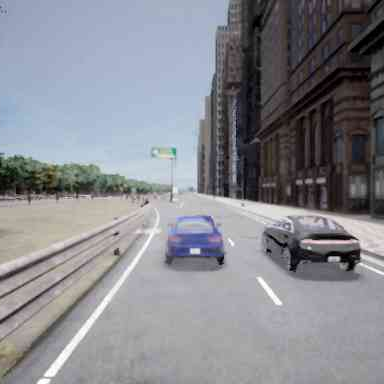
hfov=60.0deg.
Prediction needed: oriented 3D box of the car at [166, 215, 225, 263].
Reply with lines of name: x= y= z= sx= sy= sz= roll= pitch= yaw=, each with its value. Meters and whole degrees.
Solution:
car: x=0.096 y=1.525 z=11.782 sx=1.812 sy=1.442 sz=4.674 roll=0 pitch=0 yaw=0

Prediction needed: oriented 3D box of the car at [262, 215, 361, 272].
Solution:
car: x=3.592 y=1.491 z=10.824 sx=2.128 sy=1.511 sz=4.902 roll=0 pitch=0 yaw=0
